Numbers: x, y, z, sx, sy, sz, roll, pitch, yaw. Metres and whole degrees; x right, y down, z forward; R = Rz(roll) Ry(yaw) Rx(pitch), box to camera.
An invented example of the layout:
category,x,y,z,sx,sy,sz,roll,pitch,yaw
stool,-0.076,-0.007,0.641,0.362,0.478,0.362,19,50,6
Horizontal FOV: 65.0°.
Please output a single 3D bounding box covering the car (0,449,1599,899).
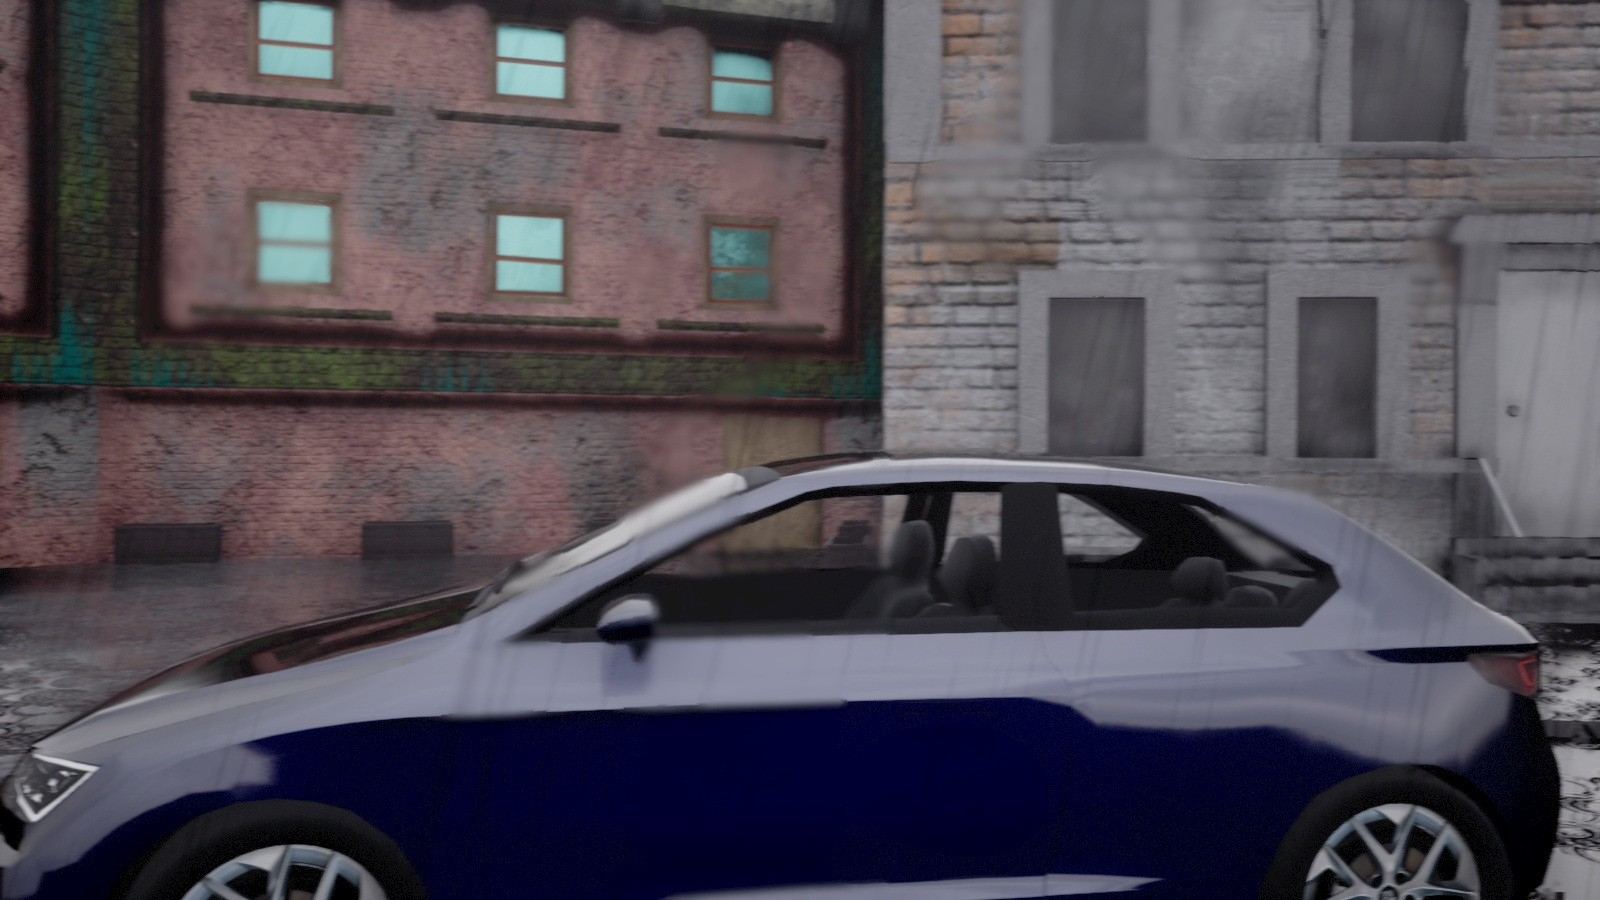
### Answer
category,x,y,z,sx,sy,sz,roll,pitch,yaw
car,-0.104,0.738,3.787,4.193,1.474,1.816,0,0,-9
